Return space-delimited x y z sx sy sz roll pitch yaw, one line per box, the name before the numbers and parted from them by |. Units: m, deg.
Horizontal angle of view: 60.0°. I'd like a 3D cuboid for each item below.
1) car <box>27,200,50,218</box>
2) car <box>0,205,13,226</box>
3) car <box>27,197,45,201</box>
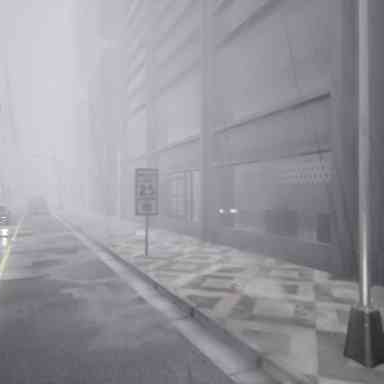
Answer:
car | -15.714 1.873 34.281 2.033 1.411 5.357 0 0 -25
car | -14.964 1.760 25.505 1.837 1.490 4.892 0 0 -26
car | -20.306 1.638 43.694 2.150 2.045 5.566 0 0 -26
